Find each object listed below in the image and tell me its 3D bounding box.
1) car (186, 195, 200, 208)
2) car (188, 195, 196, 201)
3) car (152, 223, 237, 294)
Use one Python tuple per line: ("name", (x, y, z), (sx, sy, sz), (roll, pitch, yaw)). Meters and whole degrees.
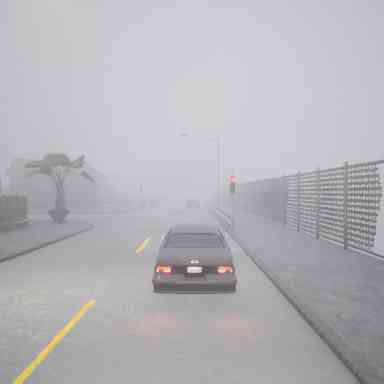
("car", (0.133, 1.564, 48.602), (1.994, 1.385, 4.181), (0, 0, 0))
("car", (0.059, 1.552, 86.582), (1.994, 1.385, 4.181), (0, 0, 0))
("car", (0.069, 1.547, 8.932), (2.033, 1.411, 5.357), (0, 0, 1))
